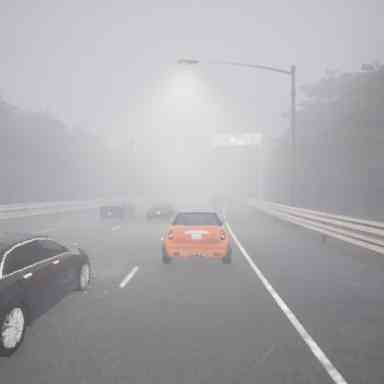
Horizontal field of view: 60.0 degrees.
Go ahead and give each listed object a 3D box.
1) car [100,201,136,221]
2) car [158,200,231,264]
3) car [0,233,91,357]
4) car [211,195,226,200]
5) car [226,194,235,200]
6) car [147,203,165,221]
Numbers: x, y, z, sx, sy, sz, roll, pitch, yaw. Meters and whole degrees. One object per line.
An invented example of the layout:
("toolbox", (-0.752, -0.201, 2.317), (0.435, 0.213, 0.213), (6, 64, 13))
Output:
("car", (-5.962, 1.454, 27.247), (1.882, 1.535, 5.008), (0, 0, 4))
("car", (0.208, 1.351, 12.048), (2.097, 1.767, 4.553), (0, 0, 2))
("car", (-3.340, 1.498, 6.004), (1.837, 1.490, 4.892), (0, 0, 1))
("car", (4.592, 1.326, 60.477), (2.097, 1.767, 4.553), (0, 0, 8))
("car", (9.439, 1.543, 87.604), (1.895, 1.301, 4.718), (0, 0, 12))
("car", (-2.416, 1.550, 27.431), (1.994, 1.385, 4.181), (0, 0, 4))
